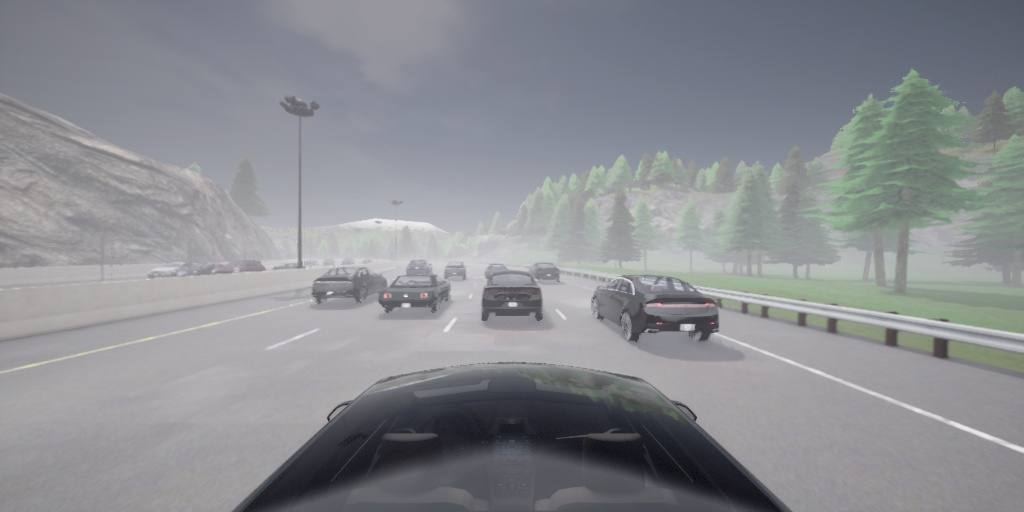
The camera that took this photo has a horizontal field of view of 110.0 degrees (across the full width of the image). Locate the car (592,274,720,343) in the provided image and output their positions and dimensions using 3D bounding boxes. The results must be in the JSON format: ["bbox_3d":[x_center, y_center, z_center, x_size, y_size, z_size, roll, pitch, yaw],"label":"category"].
[{"bbox_3d":[3.526,1.241,9.729,2.128,1.511,4.902,0,0,-1],"label":"car"}]

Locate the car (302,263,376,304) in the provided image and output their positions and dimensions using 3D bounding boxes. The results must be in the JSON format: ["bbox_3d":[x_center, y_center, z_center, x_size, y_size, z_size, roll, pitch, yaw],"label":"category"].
[{"bbox_3d":[-7.196,1.241,16.358,2.128,1.511,4.902,0,0,-3],"label":"car"}]

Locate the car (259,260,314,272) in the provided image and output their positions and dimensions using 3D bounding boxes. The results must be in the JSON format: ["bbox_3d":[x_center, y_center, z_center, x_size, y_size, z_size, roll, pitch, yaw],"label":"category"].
[{"bbox_3d":[-19.141,1.314,30.677,1.994,1.385,4.181,0,0,-7],"label":"car"}]

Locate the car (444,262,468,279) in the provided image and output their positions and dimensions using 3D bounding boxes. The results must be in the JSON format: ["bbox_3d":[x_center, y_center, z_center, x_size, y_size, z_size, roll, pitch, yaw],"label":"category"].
[{"bbox_3d":[-5.007,1.241,31.963,2.128,1.511,4.902,0,0,-7],"label":"car"}]

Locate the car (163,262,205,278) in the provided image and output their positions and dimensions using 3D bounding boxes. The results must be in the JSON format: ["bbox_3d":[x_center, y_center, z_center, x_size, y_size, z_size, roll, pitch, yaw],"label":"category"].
[{"bbox_3d":[-26.158,1.242,30.421,2.128,1.511,4.902,0,0,-8],"label":"car"}]

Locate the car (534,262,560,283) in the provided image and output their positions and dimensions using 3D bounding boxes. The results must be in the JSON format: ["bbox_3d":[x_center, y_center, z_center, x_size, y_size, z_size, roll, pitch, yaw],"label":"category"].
[{"bbox_3d":[2.430,1.227,28.386,1.882,1.535,5.008,0,0,-6],"label":"car"}]

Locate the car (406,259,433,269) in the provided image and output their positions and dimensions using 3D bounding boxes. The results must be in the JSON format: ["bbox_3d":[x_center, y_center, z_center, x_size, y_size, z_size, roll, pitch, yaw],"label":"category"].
[{"bbox_3d":[-8.878,1.102,34.570,2.097,1.767,4.553,0,0,-7],"label":"car"}]

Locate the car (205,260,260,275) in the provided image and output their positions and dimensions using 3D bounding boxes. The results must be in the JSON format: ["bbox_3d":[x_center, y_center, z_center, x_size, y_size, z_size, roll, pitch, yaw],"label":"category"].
[{"bbox_3d":[-22.567,1.102,29.825,2.097,1.767,4.553,0,0,-7],"label":"car"}]

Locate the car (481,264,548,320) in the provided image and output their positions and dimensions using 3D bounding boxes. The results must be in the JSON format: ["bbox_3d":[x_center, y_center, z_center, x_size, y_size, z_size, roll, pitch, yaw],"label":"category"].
[{"bbox_3d":[-0.047,1.227,12.677,1.882,1.535,5.008,0,0,-2],"label":"car"}]

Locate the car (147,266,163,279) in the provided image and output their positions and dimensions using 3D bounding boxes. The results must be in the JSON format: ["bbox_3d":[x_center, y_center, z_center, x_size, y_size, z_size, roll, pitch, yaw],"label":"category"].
[{"bbox_3d":[-29.899,1.275,32.080,1.812,1.442,4.674,0,0,-8],"label":"car"}]

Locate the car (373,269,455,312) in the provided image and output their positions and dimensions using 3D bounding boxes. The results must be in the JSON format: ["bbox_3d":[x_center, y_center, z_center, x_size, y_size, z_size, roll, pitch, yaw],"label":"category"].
[{"bbox_3d":[-3.589,1.351,14.132,1.895,1.301,4.718,0,0,-2],"label":"car"}]
